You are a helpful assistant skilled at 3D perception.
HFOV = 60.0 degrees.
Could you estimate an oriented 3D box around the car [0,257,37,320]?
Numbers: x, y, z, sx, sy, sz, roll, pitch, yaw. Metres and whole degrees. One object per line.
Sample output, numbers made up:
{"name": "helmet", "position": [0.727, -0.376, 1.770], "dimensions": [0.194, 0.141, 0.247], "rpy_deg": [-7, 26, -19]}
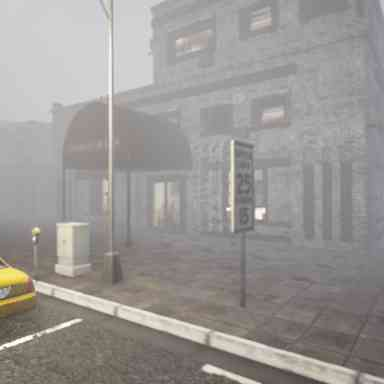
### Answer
{"name": "car", "position": [-4.868, 1.533, 6.352], "dimensions": [4.829, 1.417, 1.752], "rpy_deg": [0, 0, 36]}
